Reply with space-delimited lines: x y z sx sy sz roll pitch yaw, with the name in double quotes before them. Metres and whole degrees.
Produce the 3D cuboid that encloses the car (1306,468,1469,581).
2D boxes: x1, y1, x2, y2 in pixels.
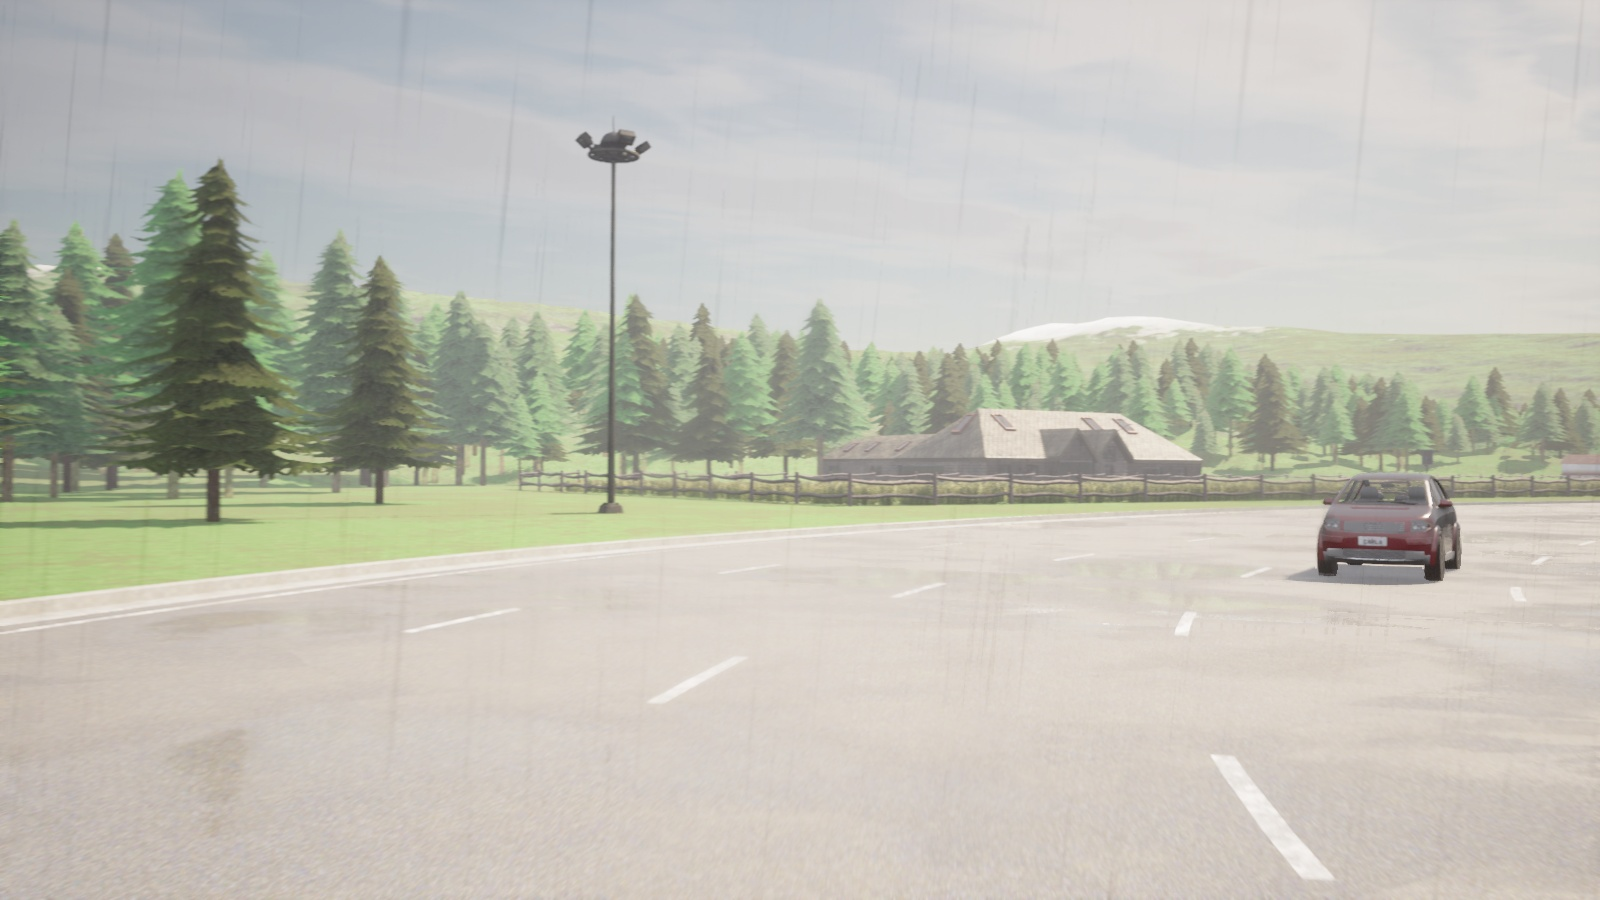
"car" 9.148 1.064 19.406 1.789 1.549 3.705 -1 -1 33
